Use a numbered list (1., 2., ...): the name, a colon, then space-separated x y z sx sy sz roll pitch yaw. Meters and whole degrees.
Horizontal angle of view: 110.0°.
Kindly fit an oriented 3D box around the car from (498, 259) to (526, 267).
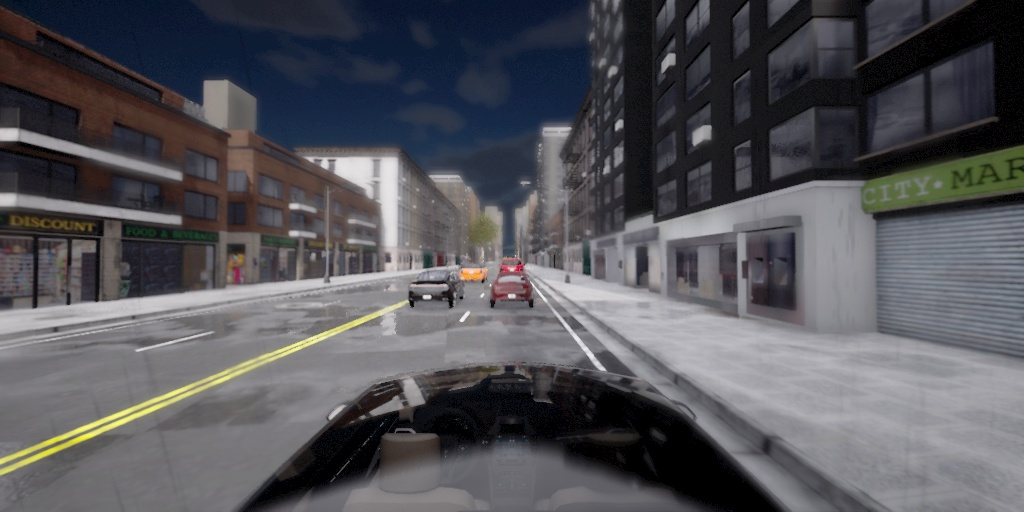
1. car: -0.010 1.235 30.850 2.150 2.045 5.566 0 0 0

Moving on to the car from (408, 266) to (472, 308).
1. car: -3.250 1.375 16.147 2.128 1.511 4.902 0 0 0

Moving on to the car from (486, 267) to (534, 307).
1. car: 0.000 1.409 16.238 1.812 1.442 4.674 0 0 0

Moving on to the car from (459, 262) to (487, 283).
1. car: -3.258 1.370 30.928 2.097 1.767 4.553 0 -1 0
